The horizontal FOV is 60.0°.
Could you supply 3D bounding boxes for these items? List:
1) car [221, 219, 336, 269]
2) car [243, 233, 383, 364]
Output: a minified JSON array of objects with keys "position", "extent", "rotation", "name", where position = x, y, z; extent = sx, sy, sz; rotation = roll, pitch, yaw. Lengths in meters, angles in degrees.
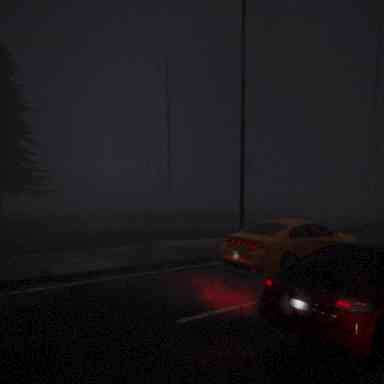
[{"position":[3.184,1.582,10.319],"extent":[5.008,1.535,1.882],"rotation":[1,-1,-35],"name":"car"},{"position":[3.192,1.638,6.025],"extent":[4.181,1.385,1.994],"rotation":[1,-1,-36],"name":"car"}]
